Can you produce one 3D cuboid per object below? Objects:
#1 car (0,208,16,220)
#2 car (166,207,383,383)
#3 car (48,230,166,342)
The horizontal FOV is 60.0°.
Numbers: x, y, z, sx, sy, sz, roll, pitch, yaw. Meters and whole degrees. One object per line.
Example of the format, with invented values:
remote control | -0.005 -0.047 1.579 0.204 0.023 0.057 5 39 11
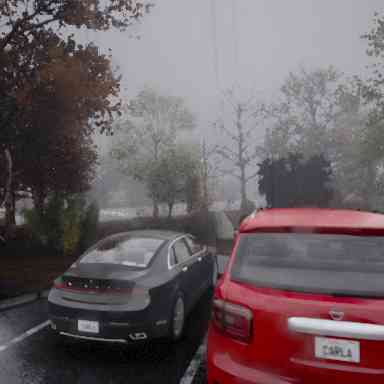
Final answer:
car | -21.584 2.590 38.468 1.882 1.535 5.008 2 -2 -25
car | 1.726 1.241 4.928 2.435 2.045 5.566 0 -1 15
car | -0.709 1.492 6.613 2.231 1.521 4.892 0 -1 15
